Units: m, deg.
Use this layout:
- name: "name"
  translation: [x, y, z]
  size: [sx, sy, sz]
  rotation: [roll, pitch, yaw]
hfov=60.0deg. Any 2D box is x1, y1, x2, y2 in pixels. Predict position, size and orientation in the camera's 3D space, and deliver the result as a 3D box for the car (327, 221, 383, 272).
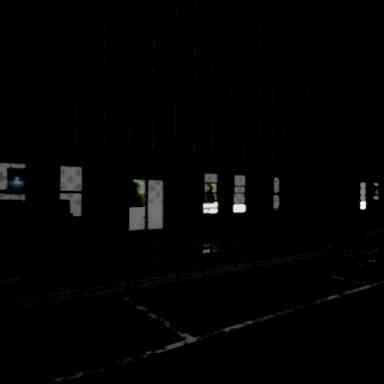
- name: "car"
  translation: [6.262, 1.666, 11.030]
  size: [4.403, 1.369, 2.008]
  rotation: [1, 0, -36]
